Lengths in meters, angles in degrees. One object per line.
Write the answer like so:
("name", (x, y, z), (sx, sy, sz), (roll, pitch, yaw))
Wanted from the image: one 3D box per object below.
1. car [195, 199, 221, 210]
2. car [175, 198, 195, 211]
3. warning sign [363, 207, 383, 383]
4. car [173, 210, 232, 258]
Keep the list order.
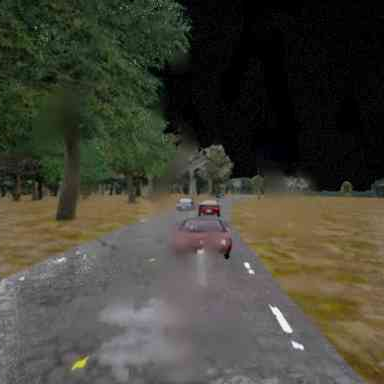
("car", (1.645, 1.425, 30.574), (1.882, 1.535, 5.008), (0, 0, 5))
("car", (-0.682, 1.445, 38.764), (1.812, 1.442, 4.674), (0, 0, 7))
("warning sign", (2.682, 1.117, 3.395), (1.300, 1.860, 1.060), (1, 1, 1))
("car", (0.410, 1.589, 12.605), (1.895, 1.301, 4.718), (0, 0, 2))
